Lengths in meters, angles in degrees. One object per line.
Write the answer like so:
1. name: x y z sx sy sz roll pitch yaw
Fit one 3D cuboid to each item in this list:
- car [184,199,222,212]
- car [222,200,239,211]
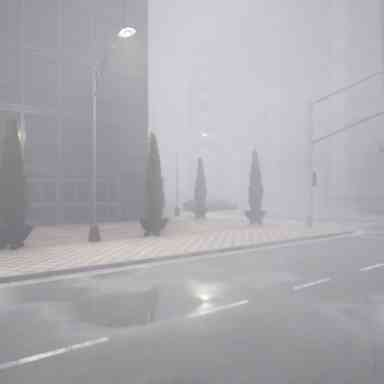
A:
1. car: 0.910 1.567 39.369 1.837 1.490 4.892 0 0 -36
2. car: 3.854 1.627 41.273 1.994 1.385 4.181 0 0 -36
